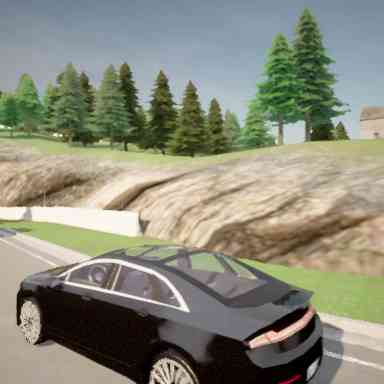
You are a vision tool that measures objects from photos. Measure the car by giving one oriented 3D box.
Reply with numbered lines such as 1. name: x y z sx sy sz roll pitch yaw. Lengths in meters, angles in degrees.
1. car: -0.711 1.532 4.761 4.902 1.511 2.128 -1 -1 39
